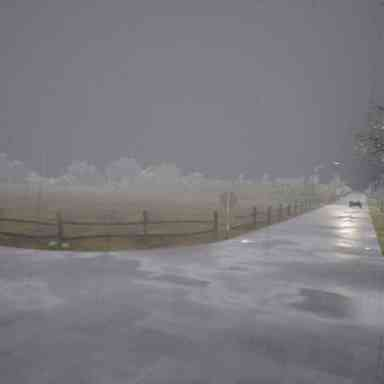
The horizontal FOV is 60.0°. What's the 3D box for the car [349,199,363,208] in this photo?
[{"bbox_3d":[27.123,1.880,55.150,1.837,1.490,4.892,2,1,27],"label":"car"}]
